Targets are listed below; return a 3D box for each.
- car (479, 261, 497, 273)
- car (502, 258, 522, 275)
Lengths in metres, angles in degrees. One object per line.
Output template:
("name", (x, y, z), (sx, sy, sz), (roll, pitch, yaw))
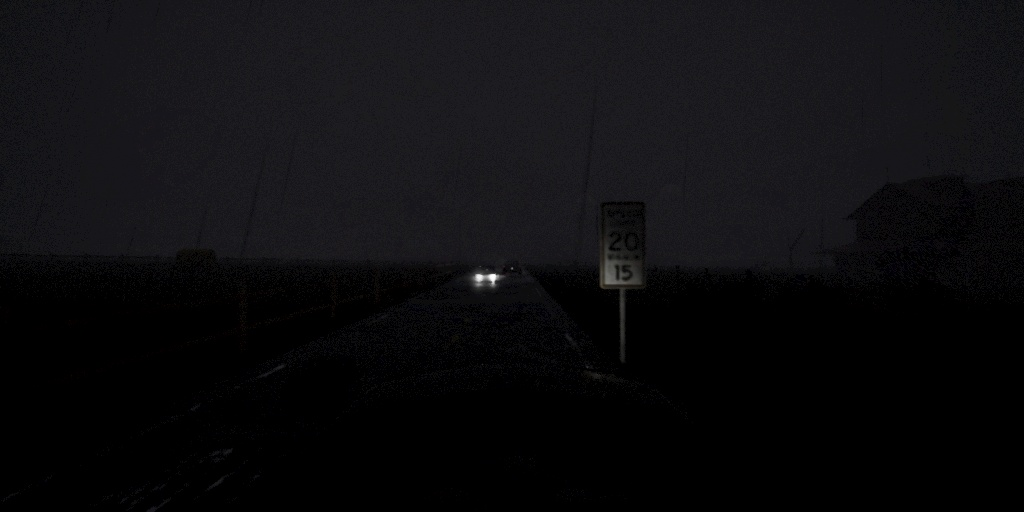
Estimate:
("car", (-2.742, 1.201, 41.301), (1.895, 1.301, 4.718), (0, 0, 0))
("car", (0.014, 1.180, 37.242), (1.994, 1.385, 4.181), (0, 0, 0))
